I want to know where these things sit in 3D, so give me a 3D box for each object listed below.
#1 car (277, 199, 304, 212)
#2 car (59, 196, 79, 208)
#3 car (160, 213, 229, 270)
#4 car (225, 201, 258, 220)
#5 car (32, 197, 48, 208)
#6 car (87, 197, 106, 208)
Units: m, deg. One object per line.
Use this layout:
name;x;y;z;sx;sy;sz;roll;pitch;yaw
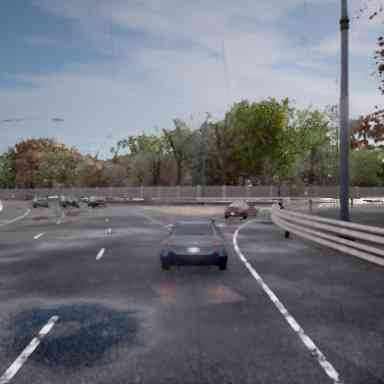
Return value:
car;11.126;1.537;38.109;1.994;1.385;4.181;0;0;43
car;-17.564;1.334;47.300;2.097;1.767;4.553;0;0;-29
car;0.117;1.557;11.112;1.994;1.385;4.181;0;0;2
car;4.186;1.508;28.044;1.812;1.442;4.674;0;0;26
car;-21.911;1.475;47.875;2.128;1.511;4.902;0;0;-31
car;-13.694;1.485;47.574;1.837;1.490;4.892;0;0;-28
